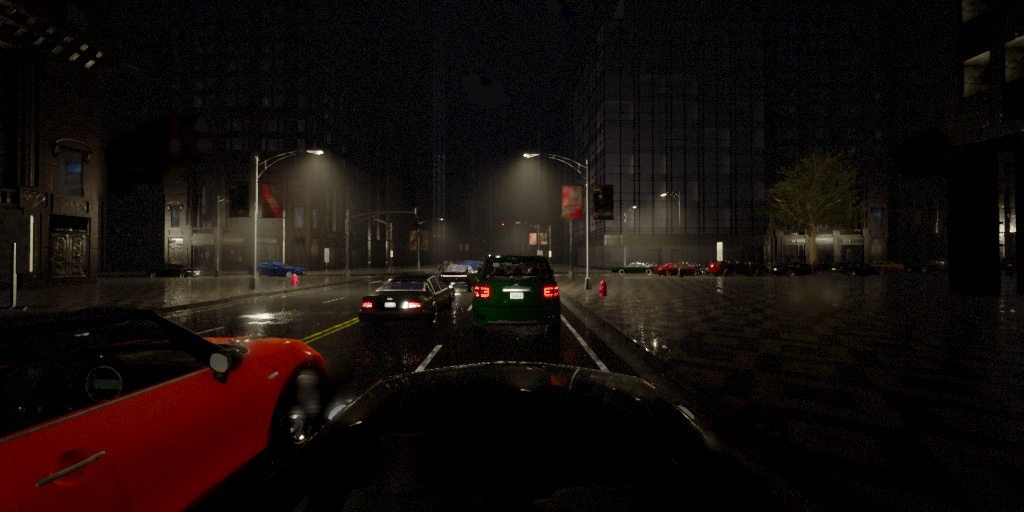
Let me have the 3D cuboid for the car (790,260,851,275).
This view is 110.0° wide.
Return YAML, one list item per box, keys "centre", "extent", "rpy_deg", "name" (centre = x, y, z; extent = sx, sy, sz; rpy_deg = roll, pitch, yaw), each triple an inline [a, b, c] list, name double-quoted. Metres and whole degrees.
- centre: [33.763, 1.248, 39.341]
  extent: [4.902, 1.511, 2.128]
  rpy_deg: [0, -1, -1]
  name: "car"

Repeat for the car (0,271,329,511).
- centre: [-3.147, 1.102, 2.293]
  extent: [2.097, 1.767, 4.553]
  rpy_deg: [0, 0, 0]
  name: "car"

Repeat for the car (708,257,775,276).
- centre: [21.006, 1.039, 33.400]
  extent: [5.009, 1.841, 2.192]
  rpy_deg: [0, 0, -1]
  name: "car"

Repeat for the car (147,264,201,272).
- centre: [-33.306, 1.499, 35.439]
  extent: [4.674, 1.442, 1.812]
  rpy_deg: [0, -1, 0]
  name: "car"

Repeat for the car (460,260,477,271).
- centre: [-6.504, 1.453, 53.861]
  extent: [1.882, 1.535, 5.008]
  rpy_deg: [0, 0, 0]
  name: "car"

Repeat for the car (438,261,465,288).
- centre: [-3.123, 1.278, 21.441]
  extent: [2.128, 1.511, 4.902]
  rpy_deg: [0, 0, 0]
  name: "car"

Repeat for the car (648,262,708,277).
- centre: [15.367, 1.325, 33.322]
  extent: [4.207, 1.307, 1.802]
  rpy_deg: [0, 0, -1]
  name: "car"

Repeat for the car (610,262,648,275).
- centre: [13.211, 1.419, 39.067]
  extent: [4.718, 1.301, 1.895]
  rpy_deg: [0, -1, 0]
  name: "car"

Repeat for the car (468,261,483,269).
- centre: [-6.456, 1.595, 64.023]
  extent: [2.033, 1.411, 5.357]
  rpy_deg: [0, 0, 1]
  name: "car"

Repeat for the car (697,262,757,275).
- centre: [23.461, 1.332, 39.214]
  extent: [5.357, 1.411, 2.033]
  rpy_deg: [0, -1, -1]
  name: "car"

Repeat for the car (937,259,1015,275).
- centre: [43.557, 1.211, 33.714]
  extent: [4.507, 1.381, 1.888]
  rpy_deg: [0, 0, -1]
  name: "car"

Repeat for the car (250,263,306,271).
- centre: [-23.041, 1.404, 35.416]
  extent: [5.008, 1.535, 1.882]
  rpy_deg: [0, -1, 0]
  name: "car"

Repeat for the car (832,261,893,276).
- centre: [32.280, 1.258, 33.556]
  extent: [4.313, 1.339, 1.948]
  rpy_deg: [0, 0, -1]
  name: "car"

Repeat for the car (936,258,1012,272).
- centre: [46.784, 1.195, 36.334]
  extent: [4.892, 1.490, 1.837]
  rpy_deg: [0, -1, -1]
  name: "car"

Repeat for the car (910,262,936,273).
- centre: [49.084, 1.322, 42.316]
  extent: [4.313, 1.339, 1.948]
  rpy_deg: [0, 0, -1]
  name: "car"

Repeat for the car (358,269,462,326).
- centre: [-3.121, 1.306, 11.704]
  extent: [2.033, 1.411, 5.357]
  rpy_deg: [0, 0, 0]
  name: "car"

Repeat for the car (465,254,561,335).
- centre: [0.114, 0.978, 10.620]
  extent: [2.150, 2.045, 5.566]
  rpy_deg: [0, 0, 0]
  name: "car"

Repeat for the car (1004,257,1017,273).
- centre: [49.196, 0.971, 33.792]
  extent: [5.009, 1.841, 2.192]
  rpy_deg: [0, 0, -1]
  name: "car"

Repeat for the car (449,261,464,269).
- centre: [-9.716, 1.566, 63.168]
  extent: [1.812, 1.442, 4.674]
  rpy_deg: [0, 0, 1]
  name: "car"

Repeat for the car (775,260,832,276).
- centre: [26.643, 1.273, 33.478]
  extent: [4.313, 1.339, 1.948]
  rpy_deg: [0, 0, -1]
  name: "car"

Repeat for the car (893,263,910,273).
- centre: [43.274, 1.292, 42.235]
  extent: [4.829, 1.417, 1.751]
  rpy_deg: [0, 0, -1]
  name: "car"
